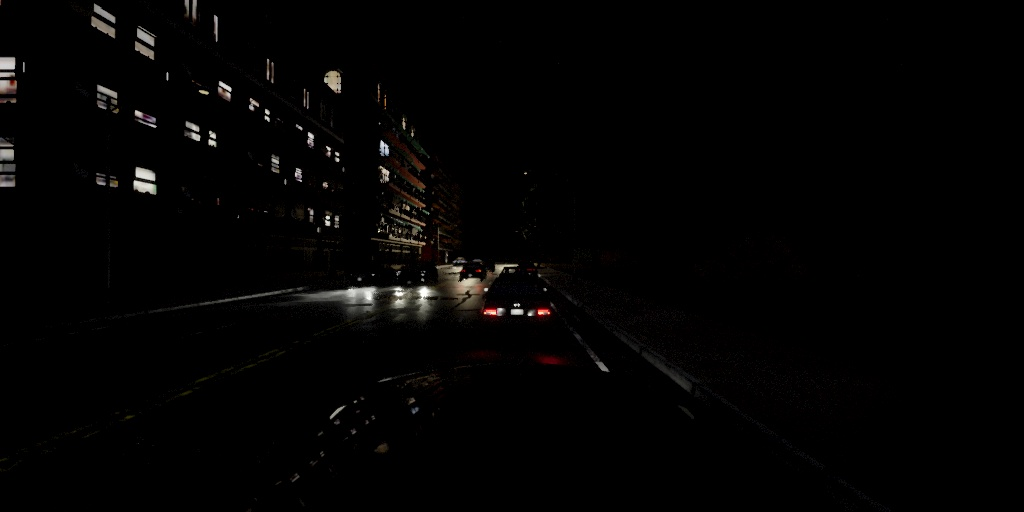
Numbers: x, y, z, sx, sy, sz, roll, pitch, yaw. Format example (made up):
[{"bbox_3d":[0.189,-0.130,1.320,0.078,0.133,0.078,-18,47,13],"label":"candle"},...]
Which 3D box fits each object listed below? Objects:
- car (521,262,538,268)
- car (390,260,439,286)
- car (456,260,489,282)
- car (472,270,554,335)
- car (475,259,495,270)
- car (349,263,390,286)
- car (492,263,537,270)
[{"bbox_3d":[1.165,1.259,30.653,1.837,1.490,4.892,0,0,0],"label":"car"},{"bbox_3d":[-6.578,1.105,25.179,2.097,1.767,4.553,0,0,0],"label":"car"},{"bbox_3d":[-3.126,1.279,29.213,1.812,1.442,4.674,0,0,0],"label":"car"},{"bbox_3d":[0.110,1.299,10.525,2.033,1.411,5.357,0,0,0],"label":"car"},{"bbox_3d":[-3.108,1.243,45.180,2.128,1.511,4.902,0,0,0],"label":"car"},{"bbox_3d":[-9.828,1.245,25.576,2.128,1.511,4.902,0,0,0],"label":"car"},{"bbox_3d":[0.118,1.300,20.886,2.033,1.411,5.357,0,0,0],"label":"car"}]
